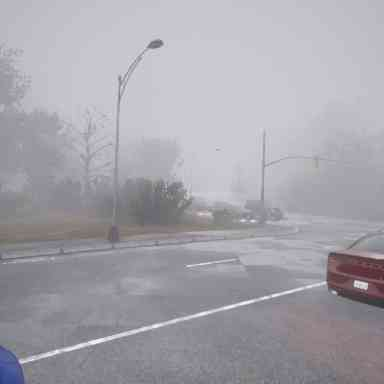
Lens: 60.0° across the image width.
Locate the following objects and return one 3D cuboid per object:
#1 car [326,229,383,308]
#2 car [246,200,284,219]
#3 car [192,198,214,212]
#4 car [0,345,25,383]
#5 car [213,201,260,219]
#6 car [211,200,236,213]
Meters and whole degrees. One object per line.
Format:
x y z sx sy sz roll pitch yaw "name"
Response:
5.041 1.556 7.383 5.008 1.535 1.882 1 -1 -35 "car"
7.986 1.932 37.704 2.150 2.045 5.566 3 -1 -22 "car"
1.277 2.011 45.730 1.895 1.301 4.718 3 1 -18 "car"
-3.415 1.481 1.304 5.008 1.535 1.882 0 0 -36 "car"
4.736 2.108 36.316 2.033 1.411 5.357 3 -1 -23 "car"
4.412 2.044 47.496 1.837 1.490 4.892 3 1 -17 "car"
